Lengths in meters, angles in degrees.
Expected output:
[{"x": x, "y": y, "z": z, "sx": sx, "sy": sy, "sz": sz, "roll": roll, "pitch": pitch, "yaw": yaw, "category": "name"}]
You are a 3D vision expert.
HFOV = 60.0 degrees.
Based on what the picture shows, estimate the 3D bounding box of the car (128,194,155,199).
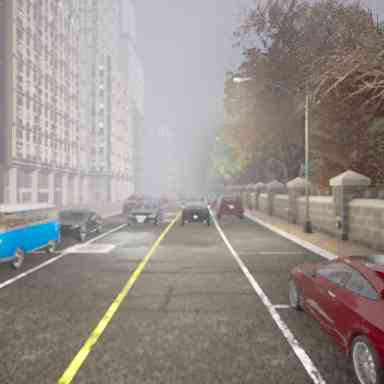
[{"x": -5.291, "y": 1.150, "z": 32.252, "sx": 2.192, "sy": 1.841, "sz": 5.009, "roll": 1, "pitch": 0, "yaw": 2, "category": "car"}]

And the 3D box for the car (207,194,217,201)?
[{"x": 4.098, "y": 1.159, "z": 70.314, "sx": 1.947, "sy": 1.339, "sz": 4.313, "roll": 1, "pitch": 0, "yaw": 2, "category": "car"}]

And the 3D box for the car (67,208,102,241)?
[{"x": -5.652, "y": 1.488, "z": 16.185, "sx": 1.947, "sy": 1.339, "sz": 4.313, "roll": 1, "pitch": 0, "yaw": 1, "category": "car"}]

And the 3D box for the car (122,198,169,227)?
[{"x": -2.956, "y": 1.384, "z": 21.905, "sx": 2.128, "sy": 1.511, "sz": 4.902, "roll": 0, "pitch": 0, "yaw": 1, "category": "car"}]

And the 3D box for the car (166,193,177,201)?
[{"x": -4.278, "y": 1.033, "z": 70.560, "sx": 1.967, "sy": 1.590, "sz": 4.097, "roll": 1, "pitch": 0, "yaw": 2, "category": "car"}]

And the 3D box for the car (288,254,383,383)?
[{"x": 2.697, "y": 1.559, "z": 4.816, "sx": 1.802, "sy": 1.307, "sz": 4.206, "roll": 0, "pitch": 0, "yaw": 0, "category": "car"}]

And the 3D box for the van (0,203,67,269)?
[{"x": -5.681, "y": 1.291, "z": 10.641, "sx": 1.690, "sy": 1.788, "sz": 3.998, "roll": 1, "pitch": 0, "yaw": 0, "category": "van"}]

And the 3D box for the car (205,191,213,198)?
[{"x": 4.679, "y": 0.749, "z": 92.218, "sx": 2.192, "sy": 1.841, "sz": 5.009, "roll": 1, "pitch": 0, "yaw": 2, "category": "car"}]

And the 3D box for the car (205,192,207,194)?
[{"x": 3.954, "y": 1.071, "z": 64.835, "sx": 1.967, "sy": 1.590, "sz": 4.097, "roll": 1, "pitch": 0, "yaw": 2, "category": "car"}]

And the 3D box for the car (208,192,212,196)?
[{"x": 3.374, "y": 1.210, "z": 42.928, "sx": 1.967, "sy": 1.590, "sz": 4.097, "roll": 1, "pitch": 0, "yaw": 2, "category": "car"}]

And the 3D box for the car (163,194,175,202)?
[{"x": -4.424, "y": 1.181, "z": 65.087, "sx": 2.008, "sy": 1.369, "sz": 4.403, "roll": 1, "pitch": 0, "yaw": 2, "category": "car"}]

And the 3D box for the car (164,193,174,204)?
[{"x": -4.711, "y": 1.017, "z": 54.141, "sx": 2.192, "sy": 1.841, "sz": 5.009, "roll": 1, "pitch": 0, "yaw": 2, "category": "car"}]

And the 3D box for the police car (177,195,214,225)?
[{"x": 0.277, "y": 1.310, "z": 23.078, "sx": 1.930, "sy": 1.638, "sz": 5.238, "roll": 0, "pitch": 1, "yaw": 1, "category": "police car"}]

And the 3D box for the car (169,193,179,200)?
[{"x": -4.134, "y": 0.995, "z": 76.032, "sx": 1.967, "sy": 1.590, "sz": 4.097, "roll": 1, "pitch": 0, "yaw": 2, "category": "car"}]

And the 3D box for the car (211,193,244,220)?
[{"x": 2.941, "y": 1.181, "z": 26.498, "sx": 2.192, "sy": 1.841, "sz": 5.009, "roll": 1, "pitch": 0, "yaw": 2, "category": "car"}]

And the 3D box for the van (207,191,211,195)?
[{"x": 3.665, "y": 1.043, "z": 53.881, "sx": 1.690, "sy": 1.788, "sz": 3.998, "roll": 1, "pitch": 0, "yaw": 2, "category": "van"}]

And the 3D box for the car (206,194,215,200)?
[{"x": 4.242, "y": 1.137, "z": 75.789, "sx": 1.802, "sy": 1.307, "sz": 4.206, "roll": 1, "pitch": 0, "yaw": 2, "category": "car"}]

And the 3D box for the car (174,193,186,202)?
[{"x": -1.827, "y": 0.998, "z": 62.712, "sx": 2.097, "sy": 1.767, "sz": 4.553, "roll": 0, "pitch": 0, "yaw": 2, "category": "car"}]

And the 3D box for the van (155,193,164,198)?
[{"x": -5.001, "y": 1.111, "z": 43.197, "sx": 1.690, "sy": 1.788, "sz": 3.998, "roll": 1, "pitch": 0, "yaw": 2, "category": "van"}]
